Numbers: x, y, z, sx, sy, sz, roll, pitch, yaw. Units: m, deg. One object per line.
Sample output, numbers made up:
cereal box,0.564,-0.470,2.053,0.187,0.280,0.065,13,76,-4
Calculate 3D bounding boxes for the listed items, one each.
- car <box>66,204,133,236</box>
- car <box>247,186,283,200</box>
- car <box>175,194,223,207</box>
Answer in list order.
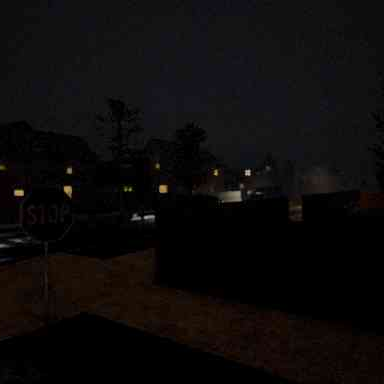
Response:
car,-5.302,1.313,16.883,1.895,1.301,4.718,-1,1,36
car,7.834,0.391,35.201,2.150,2.045,5.566,-1,1,36
car,0.587,0.974,25.099,1.837,1.490,4.892,-1,1,36
